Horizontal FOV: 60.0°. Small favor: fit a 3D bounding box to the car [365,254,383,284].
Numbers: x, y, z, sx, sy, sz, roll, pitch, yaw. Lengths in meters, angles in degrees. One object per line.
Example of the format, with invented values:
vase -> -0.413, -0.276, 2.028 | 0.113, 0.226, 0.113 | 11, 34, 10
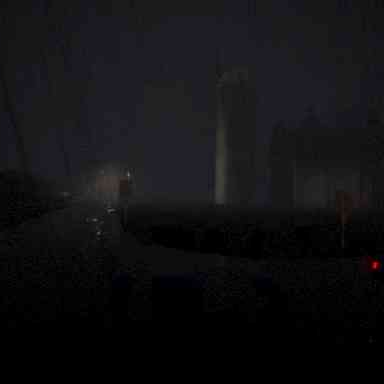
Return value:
car -> 6.460, 1.705, 7.516 | 4.718, 1.301, 1.895 | 1, -1, -18
